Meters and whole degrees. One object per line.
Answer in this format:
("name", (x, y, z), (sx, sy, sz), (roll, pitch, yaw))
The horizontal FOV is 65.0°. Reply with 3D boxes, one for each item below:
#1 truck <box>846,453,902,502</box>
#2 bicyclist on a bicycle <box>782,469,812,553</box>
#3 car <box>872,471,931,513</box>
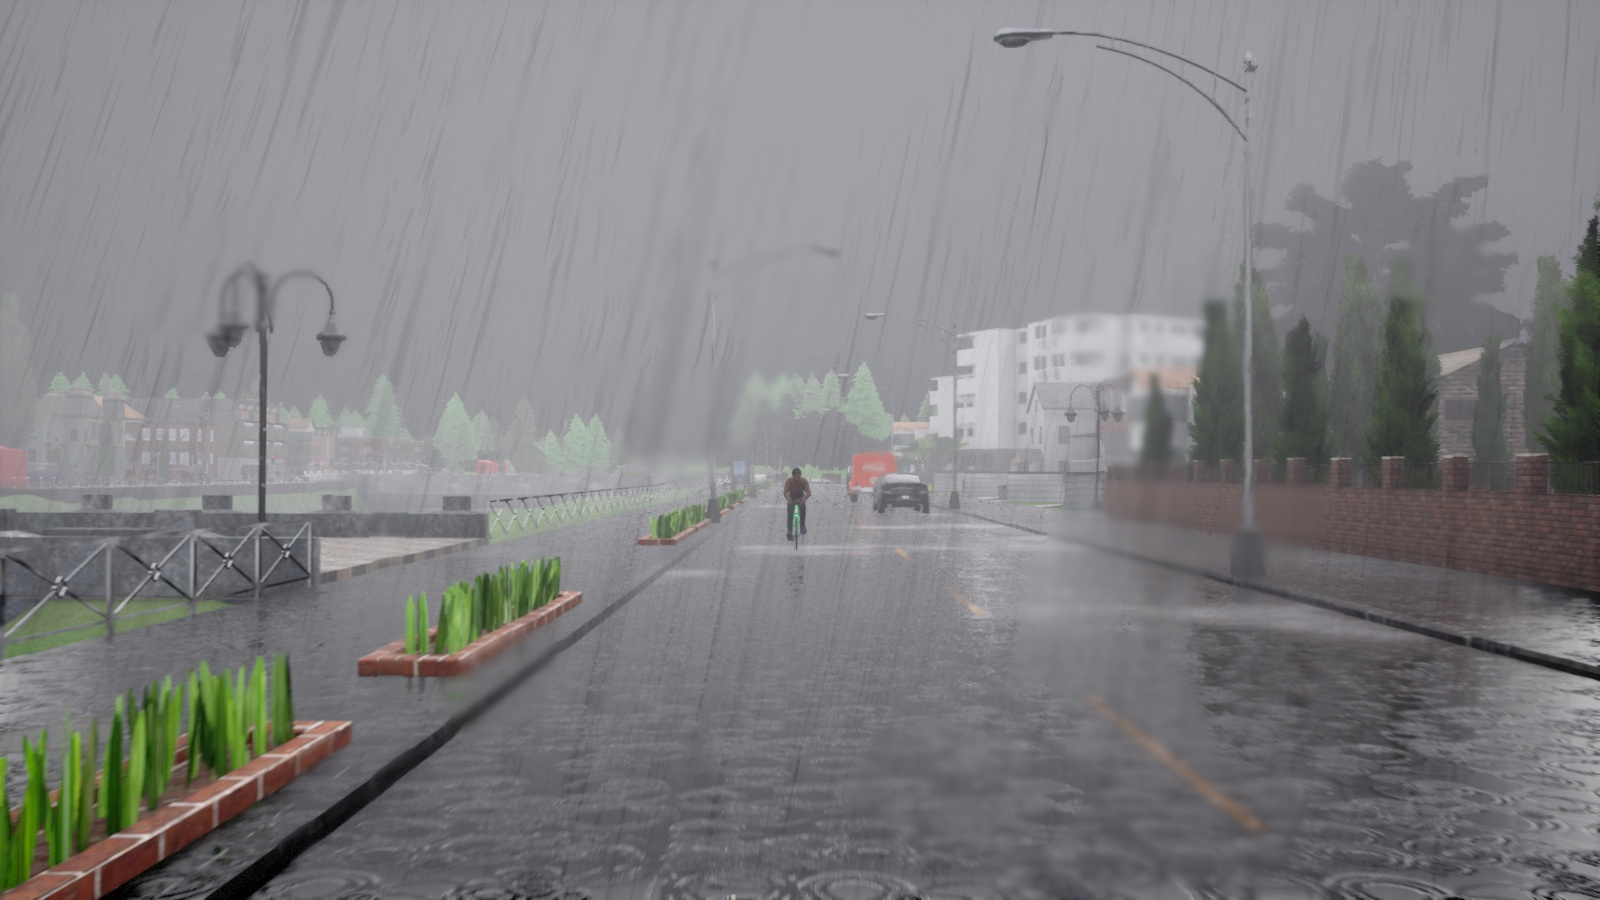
("truck", (3.843, 1.421, 66.211), (2.627, 2.467, 5.204), (0, -1, 0))
("bicyclist on a bicycle", (-0.059, 1.187, 25.032), (0.582, 1.620, 1.656), (0, -1, 0))
("car", (3.886, 1.593, 48.747), (1.882, 1.535, 5.008), (0, -1, 0))
